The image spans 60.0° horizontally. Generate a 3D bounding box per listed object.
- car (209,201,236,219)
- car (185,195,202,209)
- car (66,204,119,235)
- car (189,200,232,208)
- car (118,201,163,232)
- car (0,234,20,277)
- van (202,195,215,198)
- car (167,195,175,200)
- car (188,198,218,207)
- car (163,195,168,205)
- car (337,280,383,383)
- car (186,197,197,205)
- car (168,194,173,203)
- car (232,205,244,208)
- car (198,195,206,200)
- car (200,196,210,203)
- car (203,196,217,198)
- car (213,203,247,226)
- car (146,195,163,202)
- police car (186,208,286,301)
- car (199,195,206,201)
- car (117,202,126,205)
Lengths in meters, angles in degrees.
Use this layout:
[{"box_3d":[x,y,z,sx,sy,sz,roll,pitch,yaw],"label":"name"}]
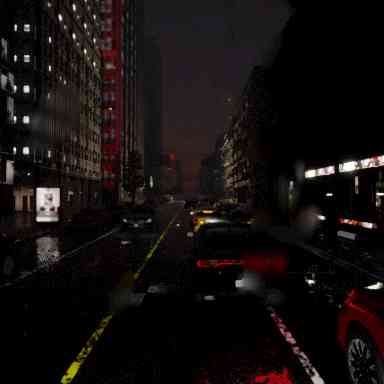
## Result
[{"box_3d":[2.689,1.546,30.115,2.008,1.369,4.403,1,0,0],"label":"car"},{"box_3d":[-0.010,1.463,45.861,1.882,1.535,5.008,0,0,0],"label":"car"},{"box_3d":[-5.688,1.582,18.832,1.802,1.307,4.206,1,0,0],"label":"car"},{"box_3d":[0.893,1.455,18.588,1.801,1.575,5.366,0,0,0],"label":"car"},{"box_3d":[-3.006,1.525,20.202,1.812,1.442,4.674,0,0,0],"label":"car"},{"box_3d":[-5.683,1.546,7.519,1.887,1.381,4.507,1,0,0],"label":"car"},{"box_3d":[2.686,1.326,47.085,1.690,1.788,3.998,1,0,0],"label":"van"},{"box_3d":[-5.711,1.503,92.371,1.947,1.339,4.313,1,0,0],"label":"car"},{"box_3d":[0.807,1.454,24.586,1.801,1.575,5.366,0,0,0],"label":"car"},{"box_3d":[-5.701,1.558,58.431,1.802,1.307,4.206,1,0,0],"label":"car"},{"box_3d":[2.702,1.316,1.832,2.192,1.841,5.009,1,0,0],"label":"car"},{"box_3d":[-0.021,1.576,60.023,1.895,1.301,4.718,0,0,0],"label":"car"},{"box_3d":[-5.702,1.406,69.744,1.967,1.590,4.097,1,0,0],"label":"car"},{"box_3d":[2.693,1.525,18.972,1.752,1.417,4.829,1,0,0],"label":"car"},{"box_3d":[2.669,1.488,92.338,2.008,1.369,4.403,1,0,0],"label":"car"},{"box_3d":[2.676,1.548,69.711,1.802,1.307,4.206,1,0,0],"label":"car"},{"box_3d":[2.685,1.554,41.428,1.947,1.339,4.313,1,0,0],"label":"car"},{"box_3d":[2.691,1.564,24.458,1.947,1.339,4.313,1,0,0],"label":"car"},{"box_3d":[-5.695,1.425,47.118,1.967,1.590,4.097,1,0,0],"label":"car"},{"box_3d":[0.896,1.426,8.507,1.930,1.638,5.238,0,0,0],"label":"police car"},{"box_3d":[2.671,1.527,86.682,1.802,1.307,4.206,1,0,0],"label":"car"},{"box_3d":[-5.689,1.543,24.489,1.887,1.381,4.507,1,0,0],"label":"car"}]
